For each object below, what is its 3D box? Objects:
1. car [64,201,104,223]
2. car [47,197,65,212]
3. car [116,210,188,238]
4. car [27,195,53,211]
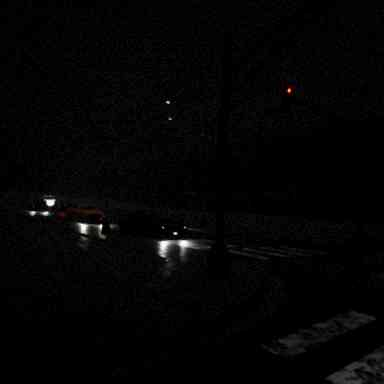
[{"bbox_3d":[-9.168,1.782,28.587,1.882,1.535,5.008,4,-3,-36],"label":"car"},{"bbox_3d":[-17.734,1.943,45.450,2.128,1.511,4.902,4,-2,-35],"label":"car"},{"bbox_3d":[-2.489,1.763,19.237,2.033,1.411,5.357,4,-3,-38],"label":"car"},{"bbox_3d":[-20.913,1.627,45.053,2.097,1.767,4.553,4,-2,-35],"label":"car"}]
